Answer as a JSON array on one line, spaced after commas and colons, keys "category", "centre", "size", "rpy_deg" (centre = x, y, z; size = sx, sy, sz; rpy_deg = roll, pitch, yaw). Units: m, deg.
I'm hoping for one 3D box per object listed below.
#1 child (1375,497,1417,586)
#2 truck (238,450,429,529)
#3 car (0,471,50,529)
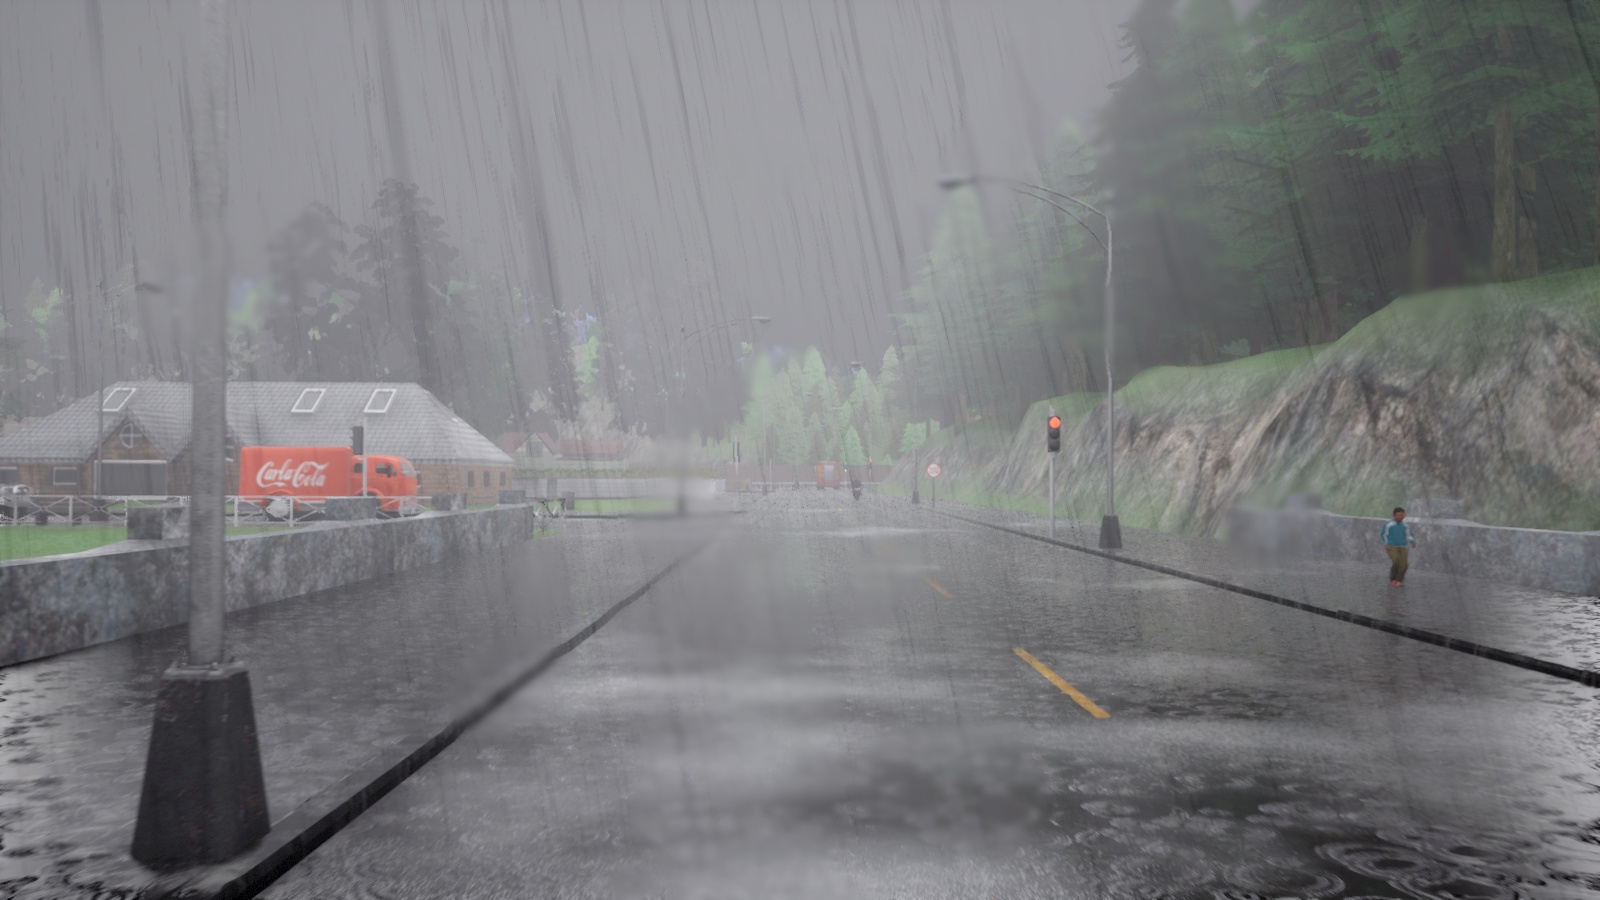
[{"category": "child", "centre": [8.145, 1.243, 17.163], "size": [0.343, 1.192, 0.448], "rpy_deg": [0, -1, 1]}, {"category": "truck", "centre": [-15.009, 1.259, 40.676], "size": [5.204, 2.467, 2.627], "rpy_deg": [0, -1, 0]}, {"category": "car", "centre": [-27.159, 1.610, 40.638], "size": [4.605, 1.855, 1.932], "rpy_deg": [0, -1, 0]}]
